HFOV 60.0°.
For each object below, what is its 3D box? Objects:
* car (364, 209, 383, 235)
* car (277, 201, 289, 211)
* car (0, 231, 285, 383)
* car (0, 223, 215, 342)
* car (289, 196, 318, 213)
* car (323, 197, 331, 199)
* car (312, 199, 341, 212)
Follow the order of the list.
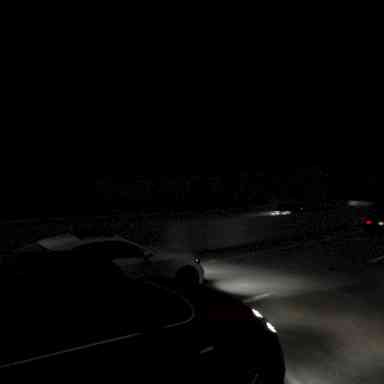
[{"bbox_3d":[11.549,1.712,19.225,2.033,1.411,5.357,0,0,42],"label":"car"},{"bbox_3d":[13.052,1.939,45.728,1.895,1.301,4.718,0,0,28],"label":"car"},{"bbox_3d":[-1.219,1.367,3.095,4.553,1.767,2.097,0,0,-36],"label":"car"},{"bbox_3d":[-1.883,1.562,6.933,4.674,1.442,1.812,0,0,-37],"label":"car"},{"bbox_3d":[13.846,1.525,40.088,2.150,2.045,5.566,0,0,31],"label":"car"},{"bbox_3d":[29.606,1.934,72.852,1.837,1.490,4.892,0,0,10],"label":"car"},{"bbox_3d":[14.018,1.793,34.002,1.812,1.442,4.674,0,0,34],"label":"car"}]
